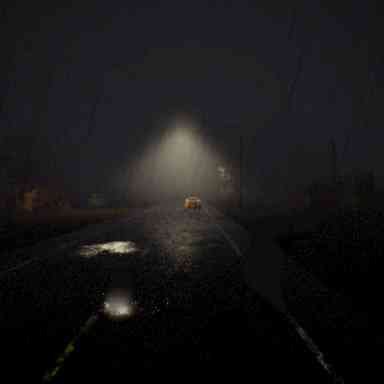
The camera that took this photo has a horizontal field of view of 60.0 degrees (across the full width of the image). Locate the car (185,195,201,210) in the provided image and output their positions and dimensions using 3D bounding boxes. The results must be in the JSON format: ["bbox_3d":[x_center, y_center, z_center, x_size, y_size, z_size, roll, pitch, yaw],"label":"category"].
[{"bbox_3d":[0.116,1.465,42.019,1.882,1.535,5.008,0,0,0],"label":"car"}]

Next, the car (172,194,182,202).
[{"bbox_3d":[-3.378,1.336,74.452,2.097,1.767,4.553,0,0,1],"label":"car"}]

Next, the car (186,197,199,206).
[{"bbox_3d":[0.018,1.549,53.570,1.994,1.385,4.181,0,0,0],"label":"car"}]
